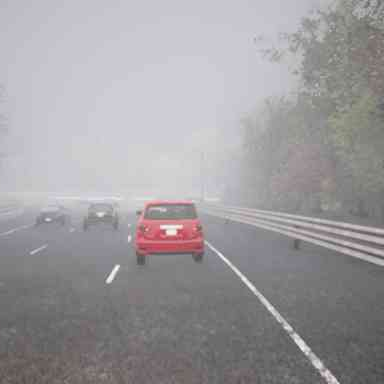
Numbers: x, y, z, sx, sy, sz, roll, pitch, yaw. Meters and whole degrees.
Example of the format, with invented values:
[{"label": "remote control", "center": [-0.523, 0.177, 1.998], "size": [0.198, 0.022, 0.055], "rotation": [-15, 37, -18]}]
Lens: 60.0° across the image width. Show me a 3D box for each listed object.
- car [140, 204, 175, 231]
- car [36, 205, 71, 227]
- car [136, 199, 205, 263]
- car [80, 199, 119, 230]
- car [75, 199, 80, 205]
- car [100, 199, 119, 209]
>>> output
[{"label": "car", "center": [-2.444, 1.623, 22.501], "size": [1.812, 1.442, 4.674], "rotation": [0, 0, -12]}, {"label": "car", "center": [-9.978, 1.655, 24.106], "size": [1.812, 1.442, 4.674], "rotation": [0, 0, -13]}, {"label": "car", "center": [-0.890, 1.273, 12.341], "size": [2.150, 2.045, 5.566], "rotation": [0, 0, -6]}, {"label": "car", "center": [-6.045, 1.461, 22.435], "size": [2.097, 1.767, 4.553], "rotation": [0, 0, -12]}, {"label": "car", "center": [-21.549, 1.933, 65.551], "size": [1.895, 1.301, 4.718], "rotation": [0, 0, -35]}, {"label": "car", "center": [-12.742, 1.846, 51.183], "size": [1.895, 1.301, 4.718], "rotation": [0, 0, -27]}]
